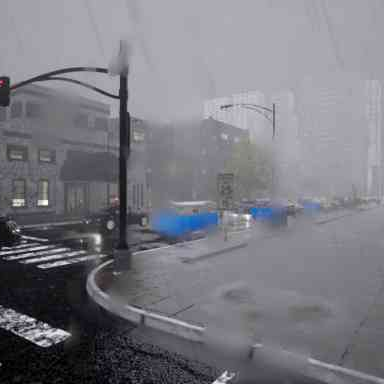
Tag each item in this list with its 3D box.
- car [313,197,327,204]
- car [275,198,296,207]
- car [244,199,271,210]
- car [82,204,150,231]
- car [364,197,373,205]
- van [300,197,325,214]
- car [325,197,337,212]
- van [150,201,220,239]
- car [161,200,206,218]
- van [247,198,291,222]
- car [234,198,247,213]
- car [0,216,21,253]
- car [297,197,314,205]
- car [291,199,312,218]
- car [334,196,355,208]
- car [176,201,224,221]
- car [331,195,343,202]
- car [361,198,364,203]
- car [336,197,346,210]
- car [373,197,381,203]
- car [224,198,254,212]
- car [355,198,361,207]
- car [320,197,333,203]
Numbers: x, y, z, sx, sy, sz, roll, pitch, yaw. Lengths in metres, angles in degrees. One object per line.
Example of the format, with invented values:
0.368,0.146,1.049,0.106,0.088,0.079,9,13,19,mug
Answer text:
27.814,1.728,72.056,1.752,1.417,4.829,0,0,35,car
15.237,1.665,54.107,1.887,1.381,4.507,0,0,35,car
8.899,1.628,45.064,1.887,1.381,4.507,0,0,35,car
-4.653,1.528,21.207,1.837,1.490,4.892,1,0,35,car
34.764,1.809,67.372,1.887,1.381,4.507,0,0,35,car
12.584,1.469,35.718,1.690,1.788,3.998,0,0,35,van
15.850,1.671,40.379,1.752,1.417,4.829,0,0,35,car
-0.091,1.406,17.629,1.690,1.788,3.998,0,0,35,van
-0.705,1.558,31.358,1.752,1.417,4.829,0,0,35,car
6.246,1.436,26.674,1.690,1.788,3.998,0,0,35,van
6.491,1.604,37.084,1.812,1.442,4.674,1,0,35,car
-8.864,1.237,11.197,5.566,2.045,2.150,0,1,-30,car
21.574,1.705,63.151,1.887,1.381,4.507,0,0,35,car
9.414,1.655,31.195,1.887,1.381,4.507,0,0,35,car
22.091,1.497,49.284,2.192,1.841,5.009,0,0,35,car
0.810,1.554,29.001,1.837,1.490,4.892,1,0,35,car
37.418,1.712,85.761,1.967,1.590,4.097,0,0,35,car
28.525,1.748,58.467,1.752,1.417,4.829,0,0,35,car
18.920,1.729,44.761,1.947,1.339,4.313,0,0,35,car
44.271,1.899,80.938,1.947,1.339,4.313,0,0,35,car
5.732,1.506,40.542,1.967,1.590,4.097,0,0,35,car
25.260,1.516,53.807,2.192,1.841,5.009,0,0,35,car
31.080,1.792,76.717,1.947,1.339,4.313,0,0,35,car
